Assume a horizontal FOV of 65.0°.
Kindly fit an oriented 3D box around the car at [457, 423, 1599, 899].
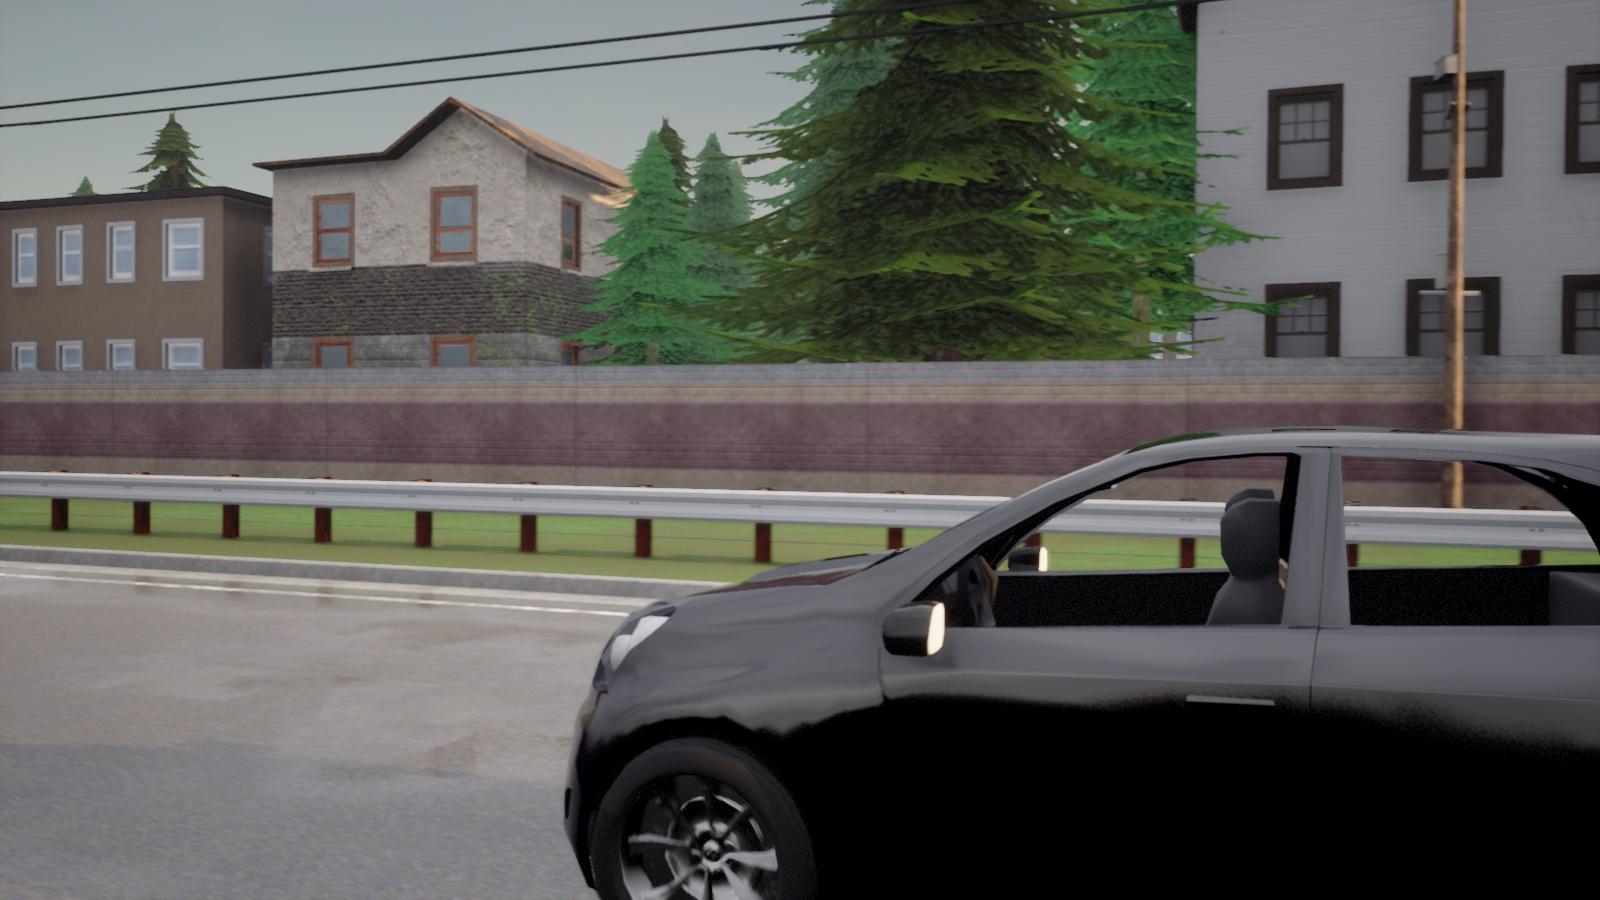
[{"bbox_3d":[1.108,0.686,3.640,3.633,1.501,1.845,0,1,20],"label":"car"}]
